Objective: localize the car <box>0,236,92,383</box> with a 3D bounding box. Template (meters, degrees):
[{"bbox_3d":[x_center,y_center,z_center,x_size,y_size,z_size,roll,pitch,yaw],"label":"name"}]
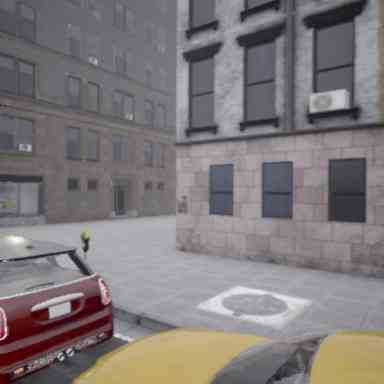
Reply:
[{"bbox_3d":[-3.135,1.397,5.043,4.097,1.590,1.967,1,0,35],"label":"car"}]

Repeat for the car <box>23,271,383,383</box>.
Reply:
[{"bbox_3d":[1.131,1.524,2.003,4.829,1.417,1.752,1,0,35],"label":"car"}]
